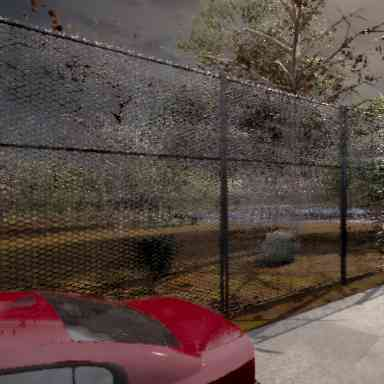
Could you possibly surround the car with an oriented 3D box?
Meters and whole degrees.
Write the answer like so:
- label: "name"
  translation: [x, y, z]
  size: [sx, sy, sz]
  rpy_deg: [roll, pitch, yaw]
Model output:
- label: "car"
  translation: [-1.804, 1.481, 1.784]
  size: [5.008, 1.535, 1.882]
  rpy_deg: [0, 0, -36]
